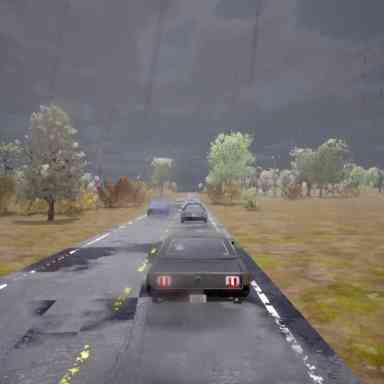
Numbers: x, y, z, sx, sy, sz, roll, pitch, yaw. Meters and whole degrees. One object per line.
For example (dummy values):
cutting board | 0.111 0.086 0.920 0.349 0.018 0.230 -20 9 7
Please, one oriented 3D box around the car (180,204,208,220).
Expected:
car | 0.153 1.560 25.323 1.994 1.385 4.181 0 0 0

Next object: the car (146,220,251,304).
car | 0.116 1.602 8.114 1.895 1.301 4.718 0 0 0

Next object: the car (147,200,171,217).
car | -3.034 1.471 31.349 1.882 1.535 5.008 0 0 0
